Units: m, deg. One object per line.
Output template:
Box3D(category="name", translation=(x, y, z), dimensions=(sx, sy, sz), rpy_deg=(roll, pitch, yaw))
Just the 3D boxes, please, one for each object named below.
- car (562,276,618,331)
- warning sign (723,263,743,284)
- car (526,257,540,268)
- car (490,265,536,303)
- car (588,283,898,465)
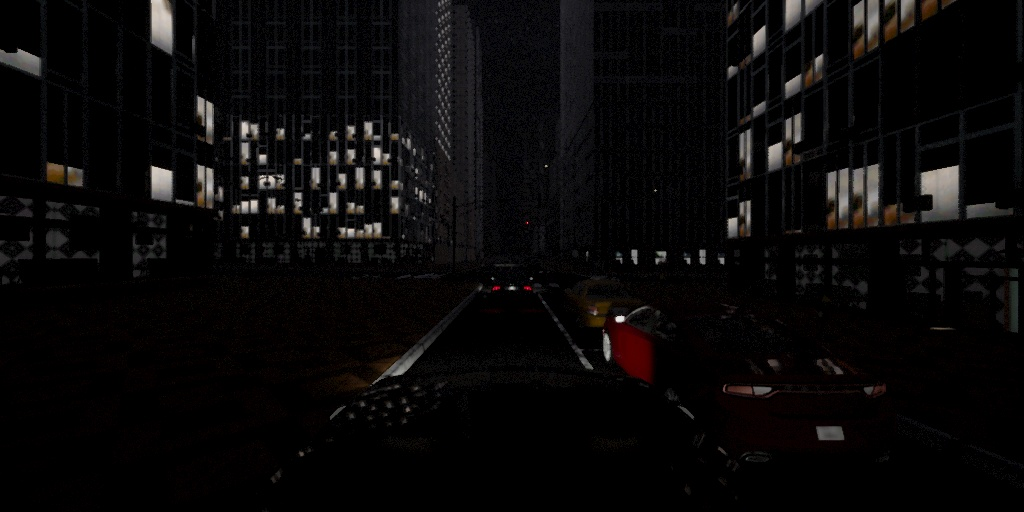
Box3D(category="car", translation=(2.565, 1.273, 10.841), dimensions=(1.751, 1.417, 4.829), rpy_deg=(0, 0, 0))
Box3D(category="warning sign", translation=(17.262, 1.202, 27.990), dimensions=(1.060, 1.860, 1.300), rpy_deg=(0, 0, -3))
Box3D(category="car", translation=(3.870, 1.326, 61.775), dimensions=(1.948, 1.339, 4.313), rpy_deg=(0, 0, 0))
Box3D(category="car", translation=(0.000, 1.312, 16.500), dimensions=(2.033, 1.411, 5.357), rpy_deg=(0, 0, 0))
Box3D(category="car", translation=(2.565, 1.293, 5.119), dimensions=(1.888, 1.381, 4.507), rpy_deg=(0, 0, 0))
